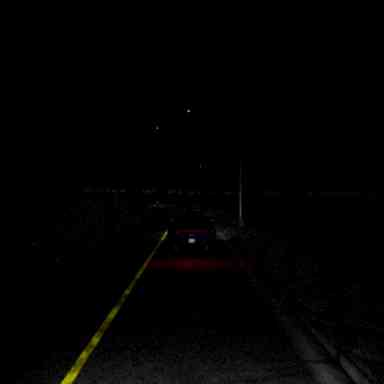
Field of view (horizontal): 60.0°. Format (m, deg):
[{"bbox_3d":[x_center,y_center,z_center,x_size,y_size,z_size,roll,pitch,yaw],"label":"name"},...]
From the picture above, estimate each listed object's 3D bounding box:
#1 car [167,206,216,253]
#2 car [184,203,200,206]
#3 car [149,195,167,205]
[{"bbox_3d":[-0.003,1.615,14.494,1.882,1.535,5.008,0,0,0],"label":"car"},{"bbox_3d":[-0.038,1.734,29.299,2.128,1.511,4.902,0,0,0],"label":"car"},{"bbox_3d":[-7.192,1.598,69.014,2.150,2.045,5.566,0,0,-27],"label":"car"}]
